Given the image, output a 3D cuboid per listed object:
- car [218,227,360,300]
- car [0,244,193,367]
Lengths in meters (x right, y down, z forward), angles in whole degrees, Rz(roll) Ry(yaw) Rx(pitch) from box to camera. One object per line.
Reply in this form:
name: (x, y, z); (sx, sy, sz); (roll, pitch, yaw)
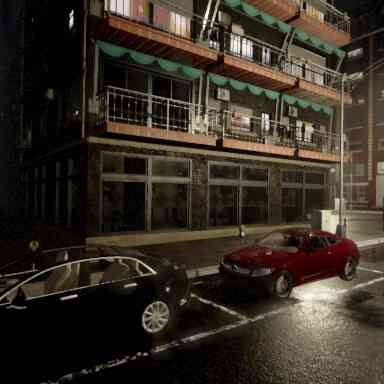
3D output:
car: (2.584, 1.585, 8.354); (4.206, 1.307, 1.802); (0, 1, -36)
car: (-2.041, 1.551, 5.047); (4.403, 1.369, 2.008); (0, 1, -36)
